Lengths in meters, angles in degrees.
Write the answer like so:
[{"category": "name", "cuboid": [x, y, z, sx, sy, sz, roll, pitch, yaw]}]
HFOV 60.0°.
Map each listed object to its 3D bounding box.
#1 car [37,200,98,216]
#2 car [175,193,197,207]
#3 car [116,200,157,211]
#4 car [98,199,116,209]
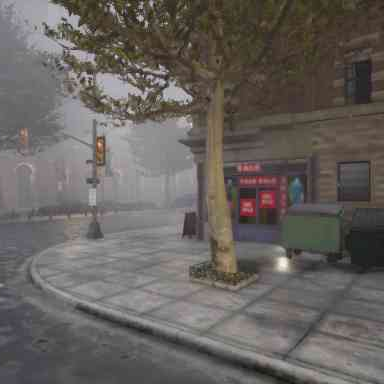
[{"category": "car", "cuboid": [-12.499, 1.547, 33.152, 2.033, 1.411, 5.357, 0, 0, 36]}, {"category": "car", "cuboid": [-0.258, 1.221, 49.902, 2.150, 2.045, 5.566, 0, 0, 36]}, {"category": "car", "cuboid": [-6.600, 1.601, 41.234, 1.895, 1.301, 4.718, 0, 0, 36]}, {"category": "car", "cuboid": [-11.998, 1.595, 45.119, 1.895, 1.301, 4.718, 0, 0, 36]}]
